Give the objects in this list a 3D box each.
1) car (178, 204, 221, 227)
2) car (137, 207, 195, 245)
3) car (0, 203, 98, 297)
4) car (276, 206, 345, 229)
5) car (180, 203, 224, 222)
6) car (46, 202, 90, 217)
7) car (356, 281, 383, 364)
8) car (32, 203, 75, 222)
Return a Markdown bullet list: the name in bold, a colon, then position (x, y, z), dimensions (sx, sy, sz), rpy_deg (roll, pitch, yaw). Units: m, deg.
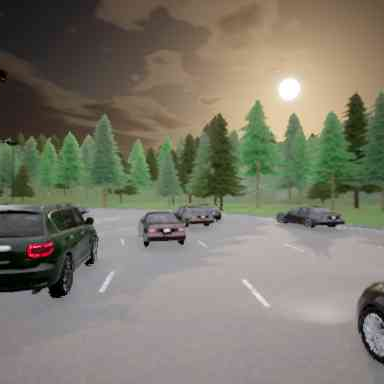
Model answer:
- **car**: position (-0.328, 1.686, 23.737), dimensions (2.033, 1.411, 5.357), rpy_deg (0, 0, -24)
- **car**: position (-1.598, 1.652, 16.140), dimensions (2.033, 1.411, 5.357), rpy_deg (0, 0, -13)
- **car**: position (-3.987, 1.303, 8.808), dimensions (2.150, 2.045, 5.566), rpy_deg (0, 0, -6)
- **car**: position (7.764, 1.619, 22.397), dimensions (2.033, 1.411, 5.357), rpy_deg (0, 0, -17)
- **car**: position (0.763, 1.723, 28.749), dimensions (1.994, 1.385, 4.181), rpy_deg (0, 0, -29)
- **car**: position (-13.440, 1.850, 35.893), dimensions (5.357, 1.411, 2.033), rpy_deg (-1, -1, 39)
- **car**: position (3.397, 1.498, 2.991), dimensions (1.837, 1.490, 4.892), rpy_deg (0, 0, -2)
- **car**: position (-12.533, 1.753, 29.830), dimensions (2.128, 1.511, 4.902), rpy_deg (0, -1, -41)
